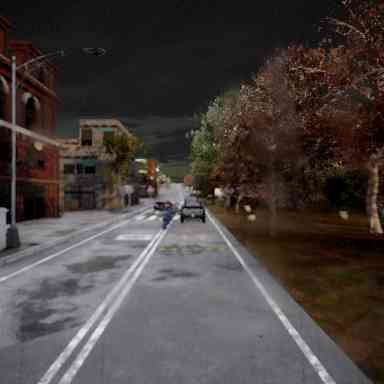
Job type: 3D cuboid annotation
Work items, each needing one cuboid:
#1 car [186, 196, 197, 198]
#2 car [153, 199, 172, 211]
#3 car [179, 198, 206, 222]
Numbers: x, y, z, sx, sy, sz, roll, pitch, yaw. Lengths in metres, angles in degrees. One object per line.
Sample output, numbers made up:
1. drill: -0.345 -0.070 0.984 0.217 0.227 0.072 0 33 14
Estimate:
1. car: -0.037 1.276 42.840 2.097 1.767 4.553 0 0 0
2. car: -3.457 1.498 39.920 1.994 1.385 4.181 0 0 0
3. car: 0.057 1.463 25.875 2.128 1.511 4.902 1 0 0
